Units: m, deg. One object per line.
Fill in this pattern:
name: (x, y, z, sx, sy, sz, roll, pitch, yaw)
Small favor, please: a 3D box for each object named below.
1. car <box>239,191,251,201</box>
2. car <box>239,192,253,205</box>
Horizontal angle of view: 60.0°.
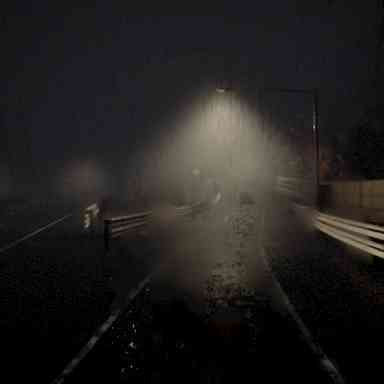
car: (9.882, 0.649, 62.420, 1.812, 1.442, 4.674, -1, 4, 6)
car: (8.632, 1.181, 52.396, 1.882, 1.535, 5.008, -1, 3, 7)
